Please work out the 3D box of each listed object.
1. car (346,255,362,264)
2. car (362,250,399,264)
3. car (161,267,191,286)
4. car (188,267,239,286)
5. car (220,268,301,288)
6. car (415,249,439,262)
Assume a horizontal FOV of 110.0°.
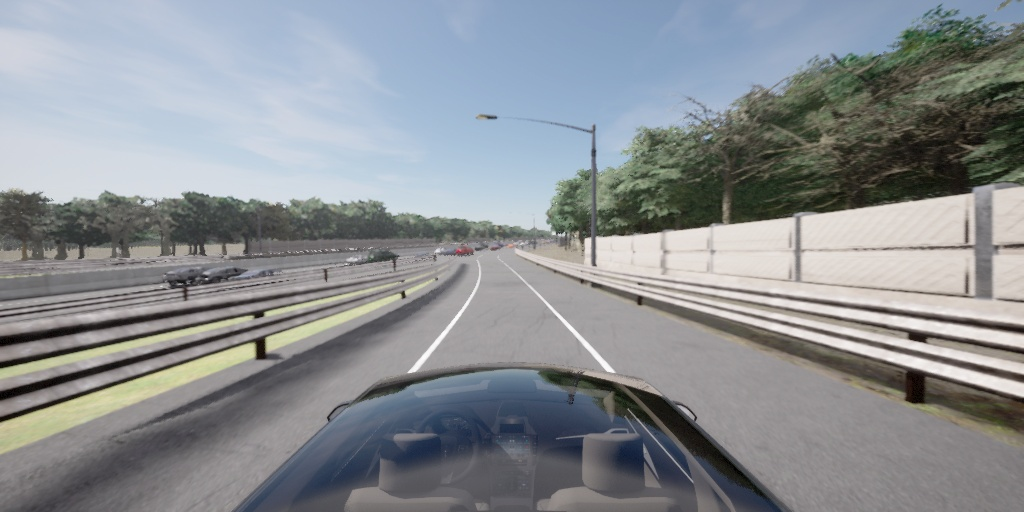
[{"bbox_3d":[-21.811,0.493,52.146,1.895,1.301,4.718,0,3,13],"label":"car"},{"bbox_3d":[-18.399,0.119,51.355,2.150,2.045,5.566,0,3,13],"label":"car"},{"bbox_3d":[-26.744,1.650,30.653,2.128,1.511,4.902,0,3,13],"label":"car"},{"bbox_3d":[-23.333,1.667,29.869,1.837,1.490,4.892,0,3,13],"label":"car"},{"bbox_3d":[-19.922,1.739,29.086,2.033,1.411,5.357,0,3,13],"label":"car"},{"bbox_3d":[-13.654,0.156,56.395,1.994,1.385,4.181,0,3,13],"label":"car"}]
